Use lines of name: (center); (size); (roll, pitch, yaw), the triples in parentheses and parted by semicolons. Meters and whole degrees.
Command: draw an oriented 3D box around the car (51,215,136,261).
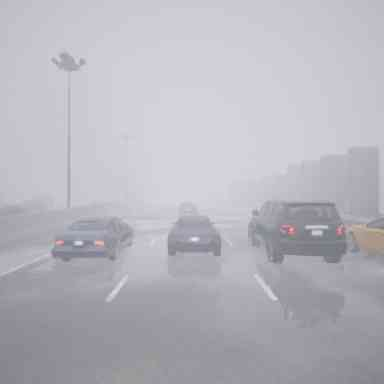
car: (-3.410, 1.587, 12.468); (2.033, 1.411, 5.357); (0, 0, 0)

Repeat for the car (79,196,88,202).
car: (-25.773, 1.666, 78.989); (1.994, 1.385, 4.181); (0, 0, -16)

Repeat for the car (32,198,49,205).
car: (-28.841, 1.764, 63.374); (1.895, 1.301, 4.718); (0, 0, -11)

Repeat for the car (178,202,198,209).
car: (-0.468, 1.681, 34.713); (1.994, 1.385, 4.181); (0, 0, -3)

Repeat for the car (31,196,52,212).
car: (-18.207, 1.591, 37.853); (1.882, 1.535, 5.008); (0, 0, -2)

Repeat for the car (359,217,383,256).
car: (7.077, 1.521, 11.202); (1.882, 1.535, 5.008); (0, 0, 0)

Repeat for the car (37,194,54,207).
car: (-23.247, 1.379, 52.061); (2.150, 2.045, 5.566); (0, 0, -7)

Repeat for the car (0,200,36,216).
car: (-14.356, 1.623, 25.495); (2.033, 1.411, 5.357); (0, 0, -2)

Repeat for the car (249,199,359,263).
car: (3.581, 1.267, 12.247); (2.150, 2.045, 5.566); (0, 0, 0)

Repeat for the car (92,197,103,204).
car: (-18.675, 1.733, 66.049); (2.033, 1.411, 5.357); (0, 0, -11)

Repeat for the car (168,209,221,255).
car: (0.076, 1.610, 13.531); (1.994, 1.385, 4.181); (0, 0, -1)
